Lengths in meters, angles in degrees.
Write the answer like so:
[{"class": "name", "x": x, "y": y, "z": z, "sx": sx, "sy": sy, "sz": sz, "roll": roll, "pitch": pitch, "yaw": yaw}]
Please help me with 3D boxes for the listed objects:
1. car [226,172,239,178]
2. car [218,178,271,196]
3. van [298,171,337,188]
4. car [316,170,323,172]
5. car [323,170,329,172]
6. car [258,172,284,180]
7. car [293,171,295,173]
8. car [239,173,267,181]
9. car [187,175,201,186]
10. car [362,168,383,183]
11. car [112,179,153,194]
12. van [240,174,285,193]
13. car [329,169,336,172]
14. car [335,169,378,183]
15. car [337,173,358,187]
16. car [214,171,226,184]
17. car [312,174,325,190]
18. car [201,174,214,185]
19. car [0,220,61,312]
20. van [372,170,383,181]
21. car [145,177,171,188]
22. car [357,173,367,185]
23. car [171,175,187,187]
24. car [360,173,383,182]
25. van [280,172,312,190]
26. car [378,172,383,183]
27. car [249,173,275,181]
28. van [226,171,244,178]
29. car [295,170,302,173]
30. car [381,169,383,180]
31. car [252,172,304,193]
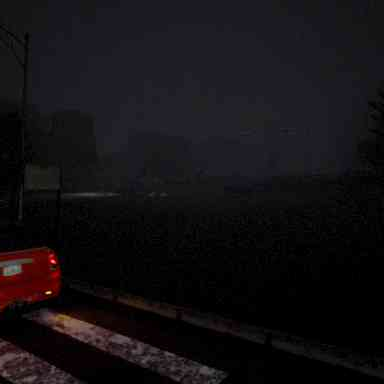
[{"class": "car", "x": 5.244, "y": -2.451, "z": 60.242, "sx": 5.008, "sy": 1.535, "sz": 2.097, "roll": 2, "pitch": 5, "yaw": 30}, {"class": "car", "x": 6.108, "y": -0.398, "z": 38.868, "sx": 5.008, "sy": 1.535, "sz": 2.097, "roll": 4, "pitch": 7, "yaw": 32}, {"class": "van", "x": 18.005, "y": -1.542, "z": 48.011, "sx": 4.442, "sy": 1.987, "sz": 1.878, "roll": 4, "pitch": 7, "yaw": 32}, {"class": "car", "x": 27.813, "y": -4.262, "z": 78.945, "sx": 4.674, "sy": 1.452, "sz": 2.002, "roll": 2, "pitch": 5, "yaw": 30}, {"class": "car", "x": 30.096, "y": -4.597, "z": 80.764, "sx": 4.553, "sy": 1.767, "sz": 2.185, "roll": 2, "pitch": 6, "yaw": 31}, {"class": "car", "x": 16.511, "y": -3.383, "z": 69.619, "sx": 5.008, "sy": 1.535, "sz": 2.097, "roll": 2, "pitch": 5, "yaw": 30}, {"class": "car", "x": 18.776, "y": -3.567, "z": 71.477, "sx": 4.892, "sy": 1.521, "sz": 2.231, "roll": 2, "pitch": 6, "yaw": 30}, {"class": "car", "x": 12.002, "y": -3.011, "z": 65.876, "sx": 5.008, "sy": 1.535, "sz": 2.097, "roll": 2, "pitch": 5, "yaw": 30}, {"class": "car", "x": -1.501, "y": -2.010, "z": 54.537, "sx": 4.553, "sy": 1.767, "sz": 2.185, "roll": 2, "pitch": 6, "yaw": 30}, {"class": "car", "x": 31.998, "y": -2.700, "z": 59.309, "sx": 5.566, "sy": 2.045, "sz": 2.435, "roll": 4, "pitch": 7, "yaw": 30}, {"class": "car", "x": -7.817, "y": -0.603, "z": 42.645, "sx": 4.718, "sy": 1.301, "sz": 1.895, "roll": -5, "pitch": 7, "yaw": -40}, {"class": "van", "x": 8.570, "y": -0.800, "z": 40.625, "sx": 4.442, "sy": 1.987, "sz": 1.878, "roll": 4, "pitch": 7, "yaw": 32}, {"class": "car", "x": 32.344, "y": -4.641, "z": 82.648, "sx": 5.008, "sy": 1.535, "sz": 2.097, "roll": 2, "pitch": 6, "yaw": 31}, {"class": "car", "x": 27.336, "y": -2.321, "z": 55.521, "sx": 5.566, "sy": 2.045, "sz": 2.435, "roll": 4, "pitch": 7, "yaw": 31}, {"class": "car", "x": 22.617, "y": -1.694, "z": 51.802, "sx": 4.892, "sy": 1.521, "sz": 2.231, "roll": 4, "pitch": 7, "yaw": 31}, {"class": "car", "x": 3.013, "y": -2.386, "z": 58.318, "sx": 4.553, "sy": 1.767, "sz": 2.185, "roll": 2, "pitch": 6, "yaw": 30}, {"class": "car", "x": 15.519, "y": -1.265, "z": 46.248, "sx": 4.553, "sy": 1.767, "sz": 2.185, "roll": 4, "pitch": 7, "yaw": 32}, {"class": "car", "x": 0.706, "y": -2.046, "z": 56.472, "sx": 4.792, "sy": 1.488, "sz": 2.163, "roll": 2, "pitch": 6, "yaw": 30}, {"class": "car", "x": -4.766, "y": 1.337, "z": 6.892, "sx": 4.553, "sy": 1.767, "sz": 2.097, "roll": 0, "pitch": 0, "yaw": 36}, {"class": "van", "x": 36.691, "y": -3.049, "z": 63.069, "sx": 4.442, "sy": 1.987, "sz": 1.878, "roll": 4, "pitch": 7, "yaw": 30}, {"class": "car", "x": -6.034, "y": -1.470, "z": 50.784, "sx": 4.674, "sy": 1.452, "sz": 2.002, "roll": 2, "pitch": 5, "yaw": 30}, {"class": "car", "x": 24.986, "y": -1.853, "z": 53.670, "sx": 4.792, "sy": 1.488, "sz": 2.163, "roll": 4, "pitch": 7, "yaw": 31}, {"class": "car", "x": -3.752, "y": -1.668, "z": 52.664, "sx": 4.792, "sy": 1.488, "sz": 2.163, "roll": 2, "pitch": 5, "yaw": 30}, {"class": "car", "x": 34.119, "y": -2.655, "z": 61.339, "sx": 5.366, "sy": 1.575, "sz": 1.946, "roll": 4, "pitch": 7, "yaw": 30}, {"class": "van", "x": 13.083, "y": -1.184, "z": 44.430, "sx": 4.442, "sy": 1.987, "sz": 1.878, "roll": 4, "pitch": 7, "yaw": 32}, {"class": "car", "x": 29.648, "y": -2.261, "z": 57.454, "sx": 4.892, "sy": 1.521, "sz": 2.231, "roll": 4, "pitch": 7, "yaw": 30}, {"class": "car", "x": 14.286, "y": -3.166, "z": 67.729, "sx": 4.792, "sy": 1.488, "sz": 2.163, "roll": 2, "pitch": 5, "yaw": 30}, {"class": "van", "x": 7.397, "y": -2.866, "z": 62.158, "sx": 4.442, "sy": 1.987, "sz": 1.878, "roll": 2, "pitch": 6, "yaw": 30}, {"class": "car", "x": 21.033, "y": -3.752, "z": 73.339, "sx": 4.892, "sy": 1.521, "sz": 2.231, "roll": 2, "pitch": 6, "yaw": 30}, {"class": "car", "x": 41.232, "y": -3.443, "z": 66.908, "sx": 5.566, "sy": 2.045, "sz": 2.435, "roll": 4, "pitch": 6, "yaw": 30}, {"class": "car", "x": 10.800, "y": -1.019, "z": 42.537, "sx": 5.566, "sy": 2.045, "sz": 2.435, "roll": 4, "pitch": 7, "yaw": 32}]
